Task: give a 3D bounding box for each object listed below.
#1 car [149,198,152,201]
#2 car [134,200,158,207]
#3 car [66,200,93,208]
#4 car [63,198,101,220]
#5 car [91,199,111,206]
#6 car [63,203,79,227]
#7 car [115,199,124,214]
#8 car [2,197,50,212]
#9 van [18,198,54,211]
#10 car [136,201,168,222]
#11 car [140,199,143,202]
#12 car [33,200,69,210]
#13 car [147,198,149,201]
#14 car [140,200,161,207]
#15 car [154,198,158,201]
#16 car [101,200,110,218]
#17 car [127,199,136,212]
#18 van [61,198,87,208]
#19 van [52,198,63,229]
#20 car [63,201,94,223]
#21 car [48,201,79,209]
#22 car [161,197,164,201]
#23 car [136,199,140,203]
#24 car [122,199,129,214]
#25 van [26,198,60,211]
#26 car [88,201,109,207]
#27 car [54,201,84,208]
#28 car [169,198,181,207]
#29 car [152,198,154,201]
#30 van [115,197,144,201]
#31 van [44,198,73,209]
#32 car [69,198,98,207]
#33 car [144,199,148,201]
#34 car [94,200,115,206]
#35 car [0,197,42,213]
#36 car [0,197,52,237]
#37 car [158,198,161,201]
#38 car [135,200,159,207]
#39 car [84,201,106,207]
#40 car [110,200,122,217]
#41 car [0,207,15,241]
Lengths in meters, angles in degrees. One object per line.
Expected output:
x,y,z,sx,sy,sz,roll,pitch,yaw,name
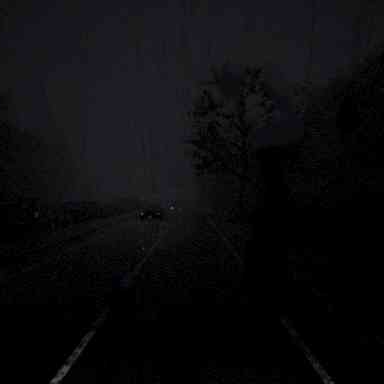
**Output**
-10.285,2.287,60.776,4.892,1.521,2.231,0,-1,0,car
-10.290,2.625,74.641,4.892,1.521,2.231,0,-1,0,car
-23.338,2.511,69.135,4.792,1.488,2.163,0,-1,0,car
-10.276,1.582,27.469,4.553,1.767,2.185,0,-1,0,car
-23.390,2.781,85.629,4.553,1.767,2.185,0,-1,0,car
-10.313,1.652,21.914,4.674,1.452,2.002,0,-1,0,car
-10.297,1.851,35.794,4.892,1.521,2.231,0,-1,0,car
-23.350,1.789,46.993,5.566,2.045,2.435,0,-1,0,car
-23.260,1.862,49.762,4.442,1.987,1.878,0,-1,0,van
-3.363,1.766,29.041,1.812,1.442,4.674,0,-1,0,car
-10.268,2.117,49.672,4.792,1.488,2.163,0,-1,0,car
-23.379,2.183,55.297,5.008,1.535,2.097,0,-1,0,car
-10.324,2.107,58.000,4.553,1.767,2.185,0,-1,0,car
-10.285,2.839,82.967,5.008,1.535,2.097,0,-1,0,car
-10.103,2.405,66.195,5.366,1.575,1.946,0,-1,0,car
-10.275,1.629,30.244,4.553,1.767,2.185,0,-1,0,car
-10.115,1.942,41.345,5.366,1.575,1.946,0,-1,0,car
-23.485,2.183,66.249,4.442,1.987,1.878,0,-1,0,van
-10.195,1.339,19.143,4.442,1.987,1.878,0,-1,0,van
-10.304,1.660,24.690,5.008,1.535,2.097,0,-1,0,car
-23.400,2.316,60.833,4.792,1.488,2.163,0,-1,0,car
-10.310,2.516,80.199,5.566,2.045,2.435,0,-1,0,car
-10.269,2.069,46.896,4.792,1.488,2.163,0,-1,0,car
-10.309,1.898,38.570,4.892,1.521,2.231,0,-1,0,car
-23.491,1.910,52.532,4.442,1.987,1.878,0,-1,0,van
-23.330,2.868,82.980,4.792,1.488,2.163,0,-1,0,car
-23.398,2.373,63.472,4.792,1.488,2.163,0,-1,0,car
-3.381,2.510,70.712,1.812,1.442,4.674,0,-1,0,car
-10.475,2.343,63.543,5.366,1.575,1.946,0,-1,0,car
-10.412,1.909,52.452,4.442,1.987,1.878,0,-1,0,van
-23.264,2.008,58.087,4.442,1.987,1.878,0,-1,0,van
-23.394,2.301,71.911,5.566,2.045,2.435,0,-1,0,car
-10.323,2.212,55.224,4.792,1.488,2.163,0,-1,0,car
-23.352,2.978,88.396,5.008,1.535,2.097,0,-1,0,car
-23.351,1.742,44.223,5.566,2.045,2.435,0,-1,0,car
-10.342,1.266,16.367,5.566,2.045,2.435,0,-1,0,car
-10.100,2.549,71.867,5.366,1.575,1.946,0,-1,0,car
-10.468,2.693,77.417,5.366,1.575,1.946,0,-1,0,car
-23.358,2.807,80.211,4.674,1.452,2.002,0,-1,0,car
-10.119,1.799,33.018,5.366,1.575,1.946,0,-1,0,car
-10.344,1.529,13.613,4.792,1.488,2.163,0,-1,0,car
